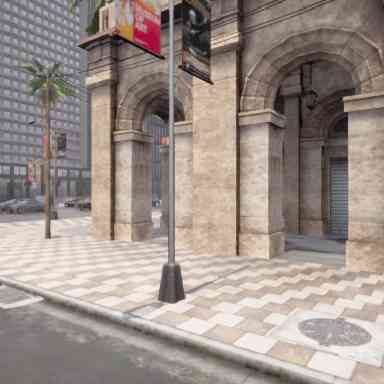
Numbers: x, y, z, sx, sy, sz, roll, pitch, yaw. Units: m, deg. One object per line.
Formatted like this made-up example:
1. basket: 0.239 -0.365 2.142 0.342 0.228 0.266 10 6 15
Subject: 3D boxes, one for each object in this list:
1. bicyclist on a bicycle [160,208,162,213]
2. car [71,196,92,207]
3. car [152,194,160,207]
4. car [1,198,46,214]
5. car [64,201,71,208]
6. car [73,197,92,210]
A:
1. bicyclist on a bicycle: -2.370 1.300 31.537 1.656 1.620 0.582 0 0 36
2. car: -13.915 1.352 46.300 2.097 1.767 4.553 0 0 35
3. car: -6.846 1.505 50.151 1.837 1.490 4.892 0 0 36
4. car: -17.418 1.564 35.396 1.994 1.385 4.181 0 0 36
5. car: -16.192 1.513 48.434 2.161 1.482 4.786 0 0 35
6. car: -12.285 1.601 42.571 1.895 1.301 4.718 0 0 35
